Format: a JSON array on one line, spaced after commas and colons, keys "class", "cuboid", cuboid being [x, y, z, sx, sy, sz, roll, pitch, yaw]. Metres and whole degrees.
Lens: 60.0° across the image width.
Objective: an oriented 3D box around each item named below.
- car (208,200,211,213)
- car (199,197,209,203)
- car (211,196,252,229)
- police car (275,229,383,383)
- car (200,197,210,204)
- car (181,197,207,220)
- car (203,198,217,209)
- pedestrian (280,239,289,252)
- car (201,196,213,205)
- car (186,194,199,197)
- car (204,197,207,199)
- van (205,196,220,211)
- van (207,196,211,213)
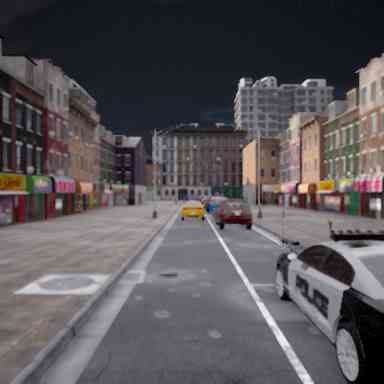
[{"class": "car", "cuboid": [2.624, 1.599, 27.114, 2.008, 1.369, 4.403, 0, 0, 0]}, {"class": "car", "cuboid": [2.605, 1.677, 70.918, 2.008, 1.369, 4.403, 0, 0, 0]}, {"class": "car", "cuboid": [2.625, 1.353, 21.639, 2.192, 1.841, 5.009, 0, 0, 0]}, {"class": "police car", "cuboid": [2.748, 1.435, 5.456, 1.930, 1.638, 5.238, 0, 0, 0]}, {"class": "car", "cuboid": [2.608, 1.643, 65.613, 1.752, 1.417, 4.829, 0, 0, 0]}, {"class": "car", "cuboid": [0.076, 1.530, 29.116, 1.882, 1.535, 5.008, 0, 0, 0]}, {"class": "car", "cuboid": [2.615, 1.613, 49.186, 1.752, 1.417, 4.829, 0, 0, 0]}, {"class": "pedestrian", "cuboid": [2.414, 1.688, 8.462, 0.500, 1.100, 0.500, 0, 0, 0]}, {"class": "car", "cuboid": [2.610, 1.547, 59.967, 1.967, 1.590, 4.097, 0, 0, 0]}, {"class": "car", "cuboid": [0.072, 1.301, 43.535, 2.150, 2.045, 5.566, 0, 0, 0]}, {"class": "car", "cuboid": [2.619, 1.383, 38.065, 2.192, 1.841, 5.009, 0, 0, 0]}, {"class": "van", "cuboid": [2.616, 1.419, 43.540, 1.690, 1.788, 3.998, 0, 0, 0]}, {"class": "van", "cuboid": [2.621, 1.399, 32.589, 1.690, 1.788, 3.998, 0, 0, 0]}]
